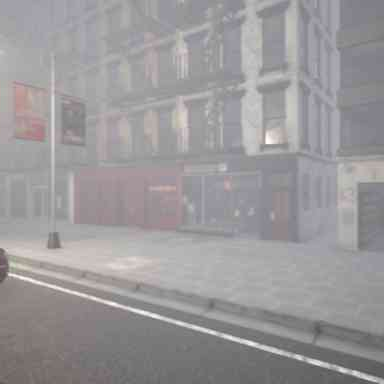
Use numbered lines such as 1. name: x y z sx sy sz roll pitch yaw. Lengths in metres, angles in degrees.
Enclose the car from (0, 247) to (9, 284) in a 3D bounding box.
1. car: -6.294 1.542 8.174 4.674 1.442 1.812 0 0 35
